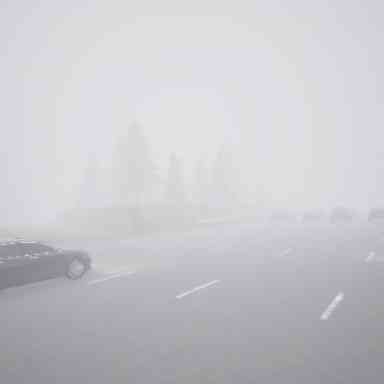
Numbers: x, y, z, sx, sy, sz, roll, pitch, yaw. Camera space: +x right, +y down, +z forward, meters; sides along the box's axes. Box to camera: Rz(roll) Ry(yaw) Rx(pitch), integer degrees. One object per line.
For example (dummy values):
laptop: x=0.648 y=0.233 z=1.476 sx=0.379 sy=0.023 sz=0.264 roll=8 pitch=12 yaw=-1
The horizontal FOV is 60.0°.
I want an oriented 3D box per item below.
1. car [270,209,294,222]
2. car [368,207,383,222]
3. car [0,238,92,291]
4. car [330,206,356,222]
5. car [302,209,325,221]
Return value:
car: x=11.160 y=2.899 z=41.178 sx=2.128 sy=1.511 sz=4.902 roll=-4 pitch=-3 yaw=34
car: x=19.929 y=2.321 z=35.431 sx=1.837 sy=1.490 sz=4.892 roll=-4 pitch=-3 yaw=34
car: x=-5.376 y=2.183 z=10.209 sx=1.837 sy=1.490 sz=4.892 roll=-4 pitch=-3 yaw=34
car: x=16.818 y=2.361 z=37.081 sx=2.097 sy=1.767 sz=4.553 roll=-4 pitch=-3 yaw=34
car: x=14.647 y=2.752 z=40.101 sx=1.812 sy=1.442 sz=4.674 roll=-4 pitch=-3 yaw=34
